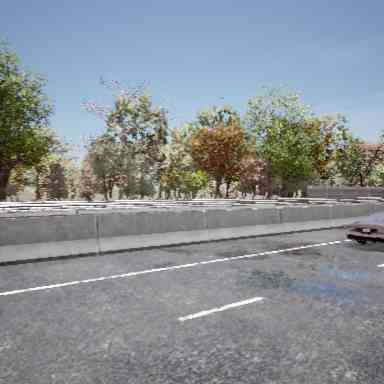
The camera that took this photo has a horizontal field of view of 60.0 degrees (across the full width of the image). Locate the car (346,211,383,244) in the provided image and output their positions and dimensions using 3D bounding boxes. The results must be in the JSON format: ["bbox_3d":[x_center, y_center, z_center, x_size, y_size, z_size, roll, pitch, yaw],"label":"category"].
[{"bbox_3d":[8.906,1.558,14.528,5.357,1.411,2.033,0,0,-36],"label":"car"}]
